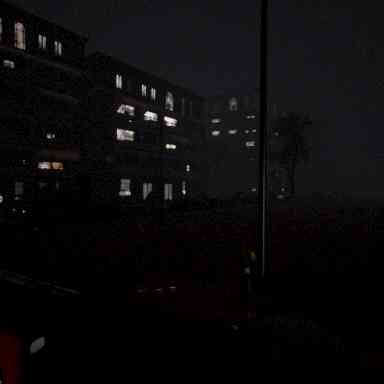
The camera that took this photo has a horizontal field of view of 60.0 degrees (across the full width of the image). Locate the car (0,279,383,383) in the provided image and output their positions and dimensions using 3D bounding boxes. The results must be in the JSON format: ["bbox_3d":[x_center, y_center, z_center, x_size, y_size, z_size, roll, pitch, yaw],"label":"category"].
[{"bbox_3d":[-0.308,1.544,3.091,4.507,1.381,1.887,0,0,36],"label":"car"}]

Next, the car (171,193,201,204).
[{"bbox_3d":[-0.796,0.909,46.812,1.947,1.339,4.313,2,2,35],"label":"car"}]

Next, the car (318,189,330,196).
[{"bbox_3d":[33.656,0.068,84.791,1.801,1.575,5.366,1,1,35],"label":"car"}]

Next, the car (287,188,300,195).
[{"bbox_3d":[24.672,-0.031,83.362,2.192,1.841,5.009,2,2,35],"label":"car"}]

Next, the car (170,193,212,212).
[{"bbox_3d":[-0.287,1.131,32.882,1.887,1.381,4.507,2,2,35],"label":"car"}]

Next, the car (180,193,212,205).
[{"bbox_3d":[0.648,0.887,44.349,1.837,1.490,4.892,1,1,35],"label":"car"}]

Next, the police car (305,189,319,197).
[{"bbox_3d":[27.726,0.190,76.622,1.930,1.638,5.238,0,1,32],"label":"police car"}]

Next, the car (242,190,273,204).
[{"bbox_3d":[9.263,0.876,46.592,2.008,1.369,4.403,2,2,35],"label":"car"}]

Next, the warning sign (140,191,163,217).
[{"bbox_3d":[-3.033,0.850,24.820,1.300,1.860,1.060,-1,0,35],"label":"warning sign"}]

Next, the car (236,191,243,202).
[{"bbox_3d":[7.516,0.643,48.723,2.097,1.767,4.553,1,1,35],"label":"car"}]

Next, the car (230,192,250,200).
[{"bbox_3d":[8.754,0.649,60.521,1.947,1.339,4.313,2,2,35],"label":"car"}]

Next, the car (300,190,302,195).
[{"bbox_3d":[27.852,0.114,87.938,1.887,1.381,4.507,2,2,35],"label":"car"}]

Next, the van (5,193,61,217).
[{"bbox_3d":[-13.526,1.034,28.529,1.690,1.788,3.998,2,2,35],"label":"van"}]

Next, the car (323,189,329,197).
[{"bbox_3d":[28.362,0.360,74.008,2.008,1.369,4.403,2,2,35],"label":"car"}]

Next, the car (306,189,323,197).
[{"bbox_3d":[25.180,0.445,69.440,2.008,1.369,4.403,2,2,35],"label":"car"}]

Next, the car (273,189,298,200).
[{"bbox_3d":[15.727,0.675,55.870,1.752,1.417,4.829,2,2,35],"label":"car"}]

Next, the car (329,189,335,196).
[{"bbox_3d":[34.729,0.078,83.145,1.967,1.590,4.097,2,2,35],"label":"car"}]

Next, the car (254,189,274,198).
[{"bbox_3d":[15.123,0.226,69.654,2.192,1.841,5.009,2,2,35],"label":"car"}]

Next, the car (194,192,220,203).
[{"bbox_3d":[2.387,0.807,51.382,2.008,1.369,4.403,2,2,35],"label":"car"}]

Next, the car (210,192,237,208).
[{"bbox_3d":[2.897,1.050,37.452,2.008,1.369,4.403,2,2,35],"label":"car"}]

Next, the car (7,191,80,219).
[{"bbox_3d":[-11.577,0.940,26.822,2.150,2.045,5.566,1,1,35],"label":"car"}]

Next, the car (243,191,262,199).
[{"bbox_3d":[11.840,0.525,64.950,1.752,1.417,4.829,2,2,35],"label":"car"}]

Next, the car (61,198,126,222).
[{"bbox_3d":[-6.653,1.328,23.745,1.947,1.339,4.313,2,2,35],"label":"car"}]
